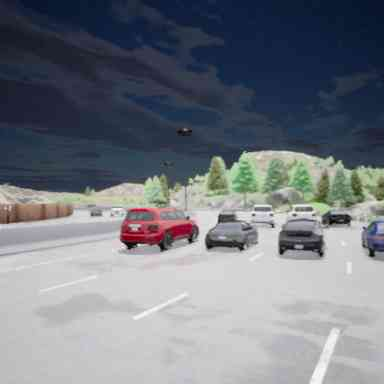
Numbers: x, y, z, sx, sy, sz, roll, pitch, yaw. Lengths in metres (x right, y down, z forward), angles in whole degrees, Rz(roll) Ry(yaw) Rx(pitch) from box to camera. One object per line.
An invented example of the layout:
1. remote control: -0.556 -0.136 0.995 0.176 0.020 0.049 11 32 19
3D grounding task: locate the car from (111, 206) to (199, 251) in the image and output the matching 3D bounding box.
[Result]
1. car: -1.518 1.841 17.523 2.150 2.045 5.566 -1 -2 23

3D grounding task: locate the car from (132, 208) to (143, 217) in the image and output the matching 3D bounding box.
1. car: -9.811 3.627 59.757 1.837 1.490 4.892 0 -2 -8

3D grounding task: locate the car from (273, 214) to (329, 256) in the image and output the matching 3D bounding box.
1. car: 5.234 2.003 15.558 1.837 1.490 4.892 -1 -2 23

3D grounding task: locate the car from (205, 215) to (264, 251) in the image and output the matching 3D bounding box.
1. car: 2.191 2.147 17.341 1.994 1.385 4.181 -1 -2 23

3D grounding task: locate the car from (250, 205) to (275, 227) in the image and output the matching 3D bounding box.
1. car: 6.781 2.265 31.948 2.150 2.045 5.566 -1 -2 12

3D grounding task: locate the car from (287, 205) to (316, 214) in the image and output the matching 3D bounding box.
1. car: 10.158 2.207 31.025 2.150 2.045 5.566 -1 -2 12

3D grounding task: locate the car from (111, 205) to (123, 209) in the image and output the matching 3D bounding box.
1. car: -13.376 3.386 60.146 2.150 2.045 5.566 0 -2 -9

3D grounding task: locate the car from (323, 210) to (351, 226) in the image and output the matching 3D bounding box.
1. car: 14.006 2.480 32.475 1.882 1.535 5.008 -1 -2 11

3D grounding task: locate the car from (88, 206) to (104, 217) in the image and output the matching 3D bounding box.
1. car: -16.637 3.627 58.151 1.837 1.490 4.892 0 -2 -8

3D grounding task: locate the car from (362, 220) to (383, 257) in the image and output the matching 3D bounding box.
1. car: 8.641 1.964 14.644 1.812 1.442 4.674 -1 -2 23

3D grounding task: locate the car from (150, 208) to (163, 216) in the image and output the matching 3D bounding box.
1. car: -6.699 3.743 62.680 2.033 1.411 5.357 0 -2 -10

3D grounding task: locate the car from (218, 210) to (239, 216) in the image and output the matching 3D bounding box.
1. car: 3.829 2.650 35.091 1.882 1.535 5.008 -1 -2 11
